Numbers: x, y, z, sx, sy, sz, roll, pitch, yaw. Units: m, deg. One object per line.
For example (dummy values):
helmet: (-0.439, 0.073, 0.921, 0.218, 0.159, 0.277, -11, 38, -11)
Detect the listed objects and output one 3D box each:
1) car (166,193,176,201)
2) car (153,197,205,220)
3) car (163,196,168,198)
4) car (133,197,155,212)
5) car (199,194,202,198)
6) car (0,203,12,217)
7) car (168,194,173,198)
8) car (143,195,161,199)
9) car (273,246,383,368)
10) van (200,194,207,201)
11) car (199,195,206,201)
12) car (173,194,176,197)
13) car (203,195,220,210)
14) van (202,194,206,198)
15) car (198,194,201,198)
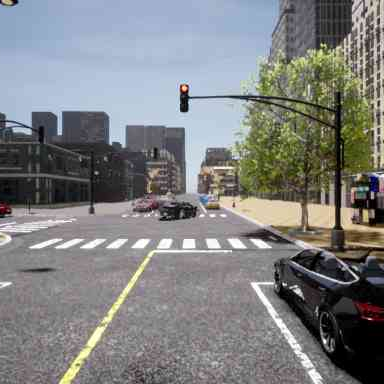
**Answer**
car: (-5.600, 1.324, 88.207, 2.192, 1.841, 5.009, 0, 0, 0)
car: (-1.030, 1.507, 28.809, 1.837, 1.490, 4.892, 2, 1, 27)
car: (-5.633, 1.555, 54.901, 2.008, 1.369, 4.403, 0, 0, 0)
car: (-5.649, 1.585, 38.248, 1.802, 1.307, 4.206, 0, 0, 0)
car: (2.752, 1.556, 60.447, 2.008, 1.369, 4.403, 0, 0, 0)
car: (-17.242, 1.371, 27.262, 4.507, 1.381, 1.887, 1, -1, -1)
car: (-5.617, 1.532, 71.384, 1.752, 1.417, 4.829, 0, 0, 0)
car: (-5.643, 1.318, 43.799, 2.192, 1.841, 5.009, 0, 0, 0)
car: (2.700, 1.566, 5.764, 1.947, 1.339, 4.313, 0, 0, 0)
van: (2.776, 1.349, 82.651, 1.690, 1.788, 3.998, 0, 0, 0)
car: (2.780, 1.534, 88.371, 1.752, 1.417, 4.829, 0, 0, 0)
car: (-5.607, 1.559, 82.656, 2.008, 1.369, 4.403, 0, 0, 0)
car: (2.737, 1.528, 43.963, 1.752, 1.417, 4.829, 0, 0, 0)
van: (2.743, 1.345, 49.345, 1.690, 1.788, 3.998, 0, 0, 0)
car: (2.763, 1.572, 71.549, 1.947, 1.339, 4.313, 0, 0, 0)
